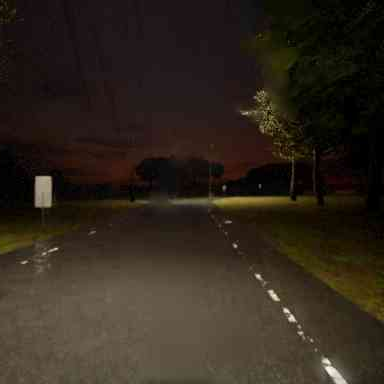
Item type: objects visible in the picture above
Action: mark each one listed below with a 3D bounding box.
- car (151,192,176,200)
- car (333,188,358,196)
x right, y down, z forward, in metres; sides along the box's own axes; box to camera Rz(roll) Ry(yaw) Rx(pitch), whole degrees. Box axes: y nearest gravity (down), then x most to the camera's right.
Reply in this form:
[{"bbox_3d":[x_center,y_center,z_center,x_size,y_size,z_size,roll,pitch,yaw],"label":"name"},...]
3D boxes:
[{"bbox_3d":[-5.374,0.741,62.532,4.674,1.442,1.812,0,0,0],"label":"car"},{"bbox_3d":[32.358,-0.035,70.149,5.008,1.535,1.882,-1,-1,-1],"label":"car"}]
